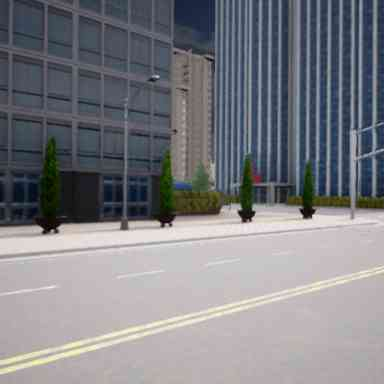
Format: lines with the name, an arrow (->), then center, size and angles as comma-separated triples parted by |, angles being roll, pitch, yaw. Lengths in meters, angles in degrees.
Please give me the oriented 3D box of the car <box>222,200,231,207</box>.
car -> 4.886, 1.980, 60.980 | 2.033, 1.411, 5.357 | 1, 0, -35
